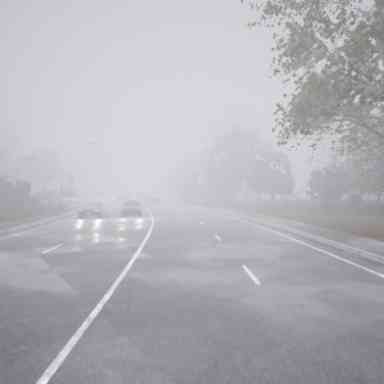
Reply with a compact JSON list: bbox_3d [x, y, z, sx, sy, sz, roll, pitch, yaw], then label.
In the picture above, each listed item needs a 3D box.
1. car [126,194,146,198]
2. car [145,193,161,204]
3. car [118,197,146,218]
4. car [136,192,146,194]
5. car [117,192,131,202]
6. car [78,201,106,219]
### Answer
[{"bbox_3d":[-10.943,1.535,64.640,1.812,1.442,4.674,0,0,-23],"label":"car"},{"bbox_3d":[-7.638,1.492,65.794,1.882,1.535,5.008,0,0,-23],"label":"car"},{"bbox_3d":[-5.500,1.519,30.834,1.837,1.490,4.892,0,-1,-8],"label":"car"},{"bbox_3d":[-11.731,1.094,75.250,2.150,2.045,5.566,0,0,-27],"label":"car"},{"bbox_3d":[-15.040,1.102,74.046,2.150,2.045,5.566,0,0,-27],"label":"car"},{"bbox_3d":[-8.912,1.537,29.925,1.812,1.442,4.674,0,0,-7],"label":"car"}]
